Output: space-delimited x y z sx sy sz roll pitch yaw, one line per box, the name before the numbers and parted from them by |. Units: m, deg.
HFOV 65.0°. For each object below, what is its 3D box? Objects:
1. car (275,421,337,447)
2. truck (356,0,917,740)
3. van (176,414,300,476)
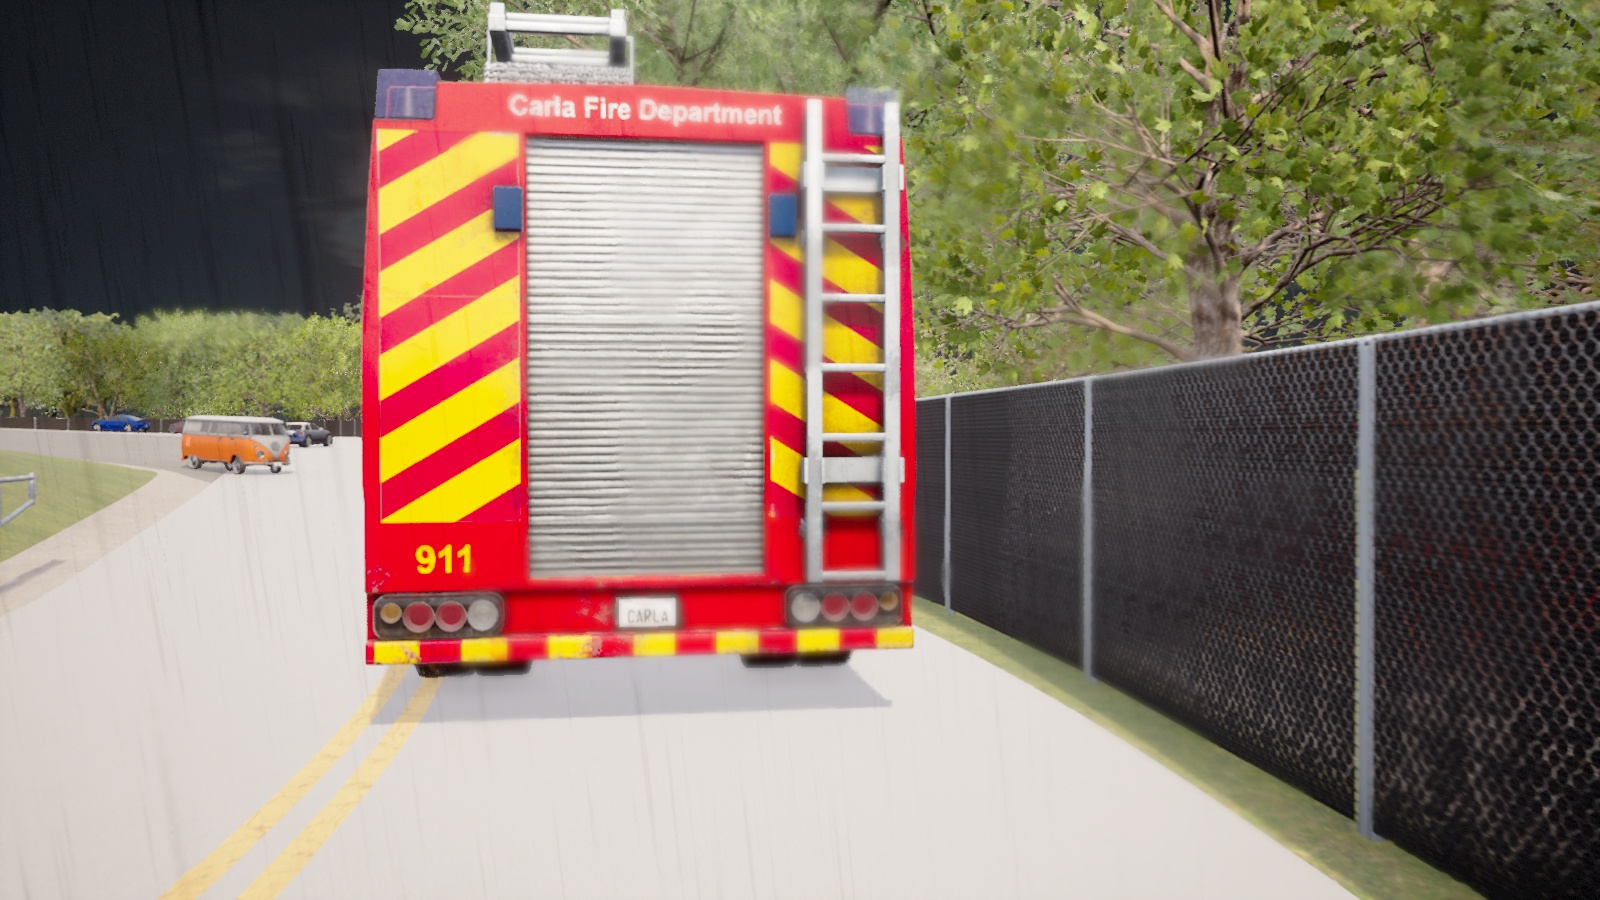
car | -29.676 -0.959 75.514 1.970 1.475 3.806 1 2 6
truck | -1.466 -0.508 10.728 2.891 3.827 8.468 0 1 -9
van | -19.818 -0.203 44.249 4.442 1.987 1.775 3 1 32
